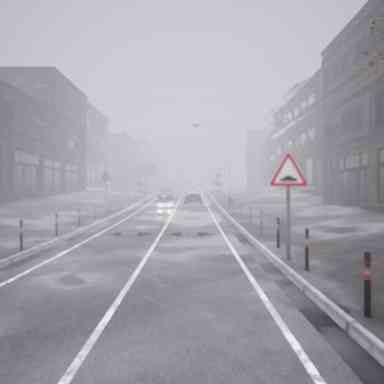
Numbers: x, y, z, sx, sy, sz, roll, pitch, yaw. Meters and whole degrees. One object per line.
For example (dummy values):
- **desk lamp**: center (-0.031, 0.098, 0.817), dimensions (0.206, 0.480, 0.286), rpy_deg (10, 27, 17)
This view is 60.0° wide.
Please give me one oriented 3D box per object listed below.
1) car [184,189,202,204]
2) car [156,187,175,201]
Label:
- **car**: center (0.107, 0.428, 36.488), dimensions (1.812, 1.442, 4.674), rpy_deg (0, 3, 0)
- **car**: center (-3.069, 0.218, 39.344), dimensions (2.128, 1.511, 4.902), rpy_deg (0, 4, 0)
